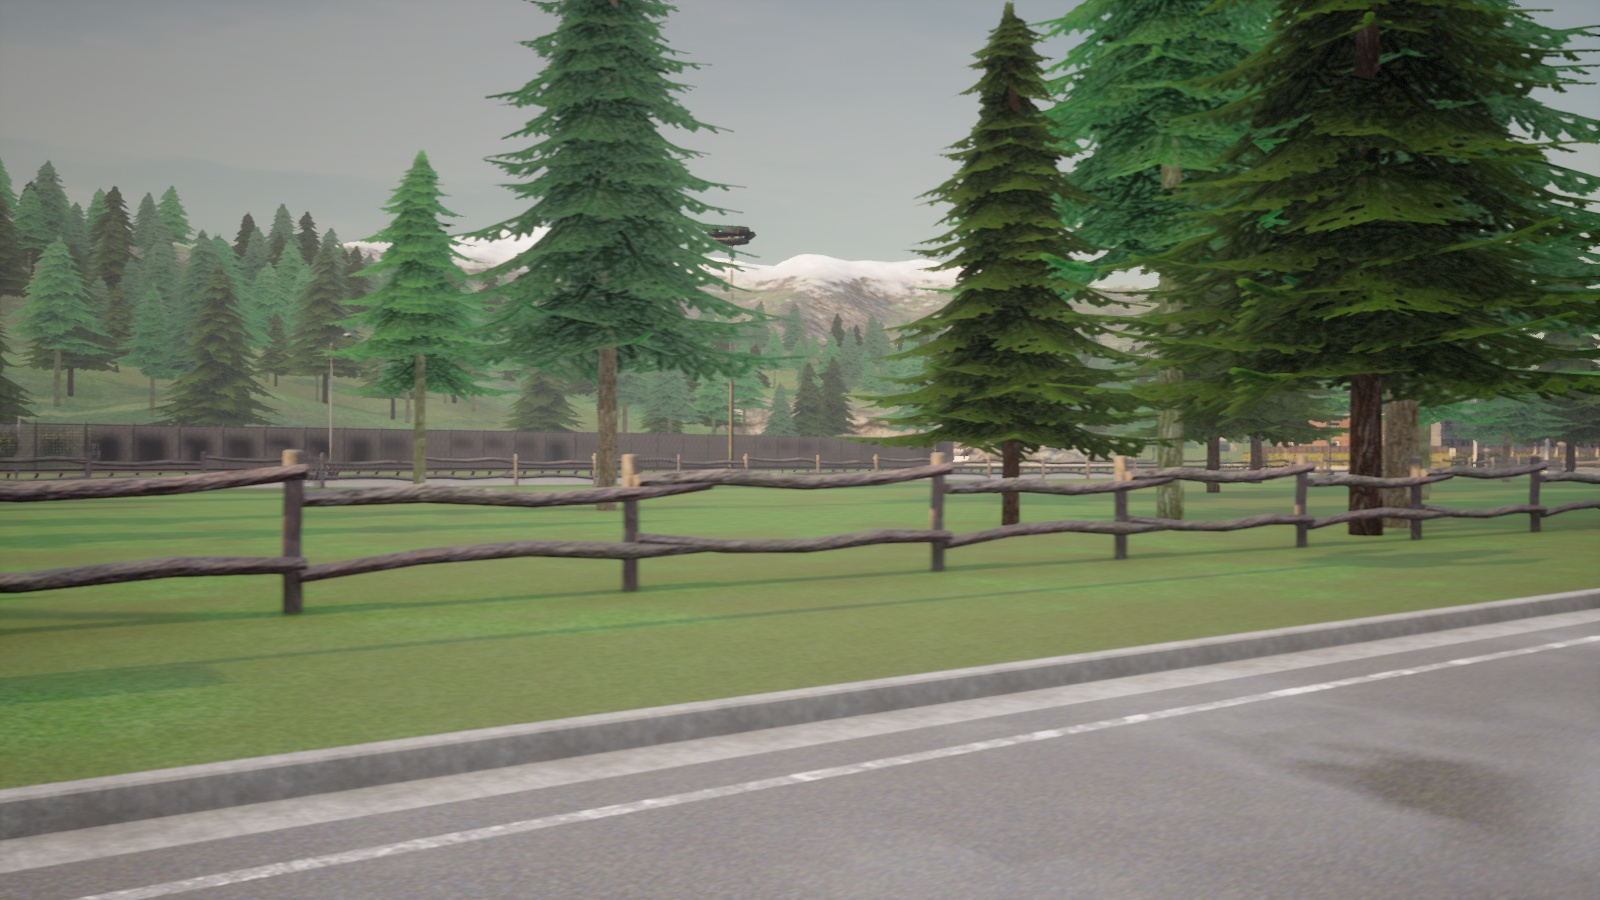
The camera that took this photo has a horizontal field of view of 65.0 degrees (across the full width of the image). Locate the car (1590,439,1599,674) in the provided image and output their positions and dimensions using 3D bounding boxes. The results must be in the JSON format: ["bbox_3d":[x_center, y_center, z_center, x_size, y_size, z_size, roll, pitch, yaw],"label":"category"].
[{"bbox_3d":[8.044,0.719,9.257,5.366,1.575,1.801,0,0,-35],"label":"car"}]
